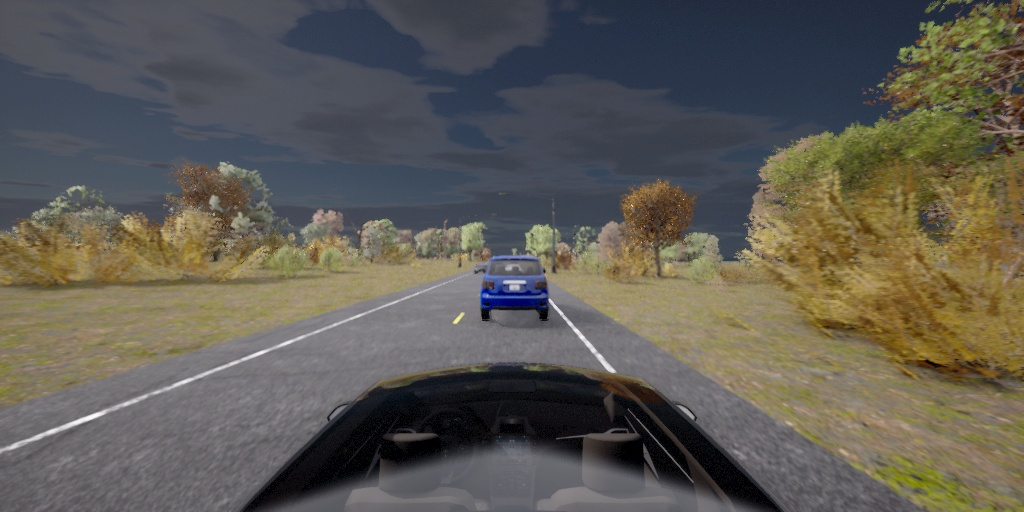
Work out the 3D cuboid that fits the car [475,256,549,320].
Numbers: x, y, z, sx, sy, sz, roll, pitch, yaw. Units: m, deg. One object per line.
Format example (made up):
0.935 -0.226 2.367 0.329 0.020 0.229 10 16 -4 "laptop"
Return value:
0.090 1.026 13.036 2.150 2.045 5.566 0 0 0 "car"
